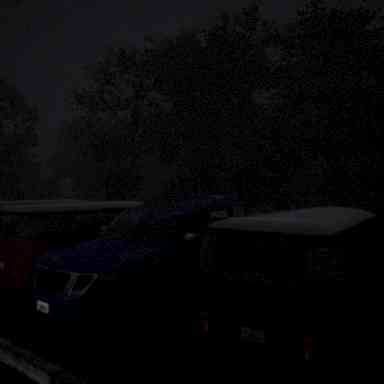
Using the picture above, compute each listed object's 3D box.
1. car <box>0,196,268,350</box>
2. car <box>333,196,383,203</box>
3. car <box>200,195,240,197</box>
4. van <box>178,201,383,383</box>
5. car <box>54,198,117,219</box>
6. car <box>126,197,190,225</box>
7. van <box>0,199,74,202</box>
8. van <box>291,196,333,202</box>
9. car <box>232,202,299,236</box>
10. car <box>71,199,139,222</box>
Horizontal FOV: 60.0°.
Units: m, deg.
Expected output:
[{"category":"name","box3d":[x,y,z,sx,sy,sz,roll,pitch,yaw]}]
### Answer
[{"category":"car","box3d":[-0.458,1.237,6.853,2.435,2.045,5.566,0,0,35]},{"category":"car","box3d":[8.953,1.230,16.281,2.435,2.045,5.566,0,0,35]},{"category":"car","box3d":[2.166,1.193,21.104,2.435,2.045,5.566,0,0,35]},{"category":"van","box3d":[1.908,1.274,5.349,1.878,1.987,4.442,0,0,35]},{"category":"car","box3d":[-9.163,1.382,29.126,2.231,1.521,4.892,0,0,35]},{"category":"car","box3d":[-2.360,1.293,24.323,2.185,1.767,4.553,0,0,35]},{"category":"van","box3d":[-2.660,1.249,8.596,1.878,1.987,4.442,0,0,35]},{"category":"van","box3d":[6.741,1.243,17.961,1.878,1.987,4.442,0,0,35]},{"category":"car","box3d":[4.519,1.453,19.625,1.946,1.575,5.366,0,0,35]},{"category":"car","box3d":[-7.010,1.391,27.362,1.946,1.575,5.366,0,0,35]}]
